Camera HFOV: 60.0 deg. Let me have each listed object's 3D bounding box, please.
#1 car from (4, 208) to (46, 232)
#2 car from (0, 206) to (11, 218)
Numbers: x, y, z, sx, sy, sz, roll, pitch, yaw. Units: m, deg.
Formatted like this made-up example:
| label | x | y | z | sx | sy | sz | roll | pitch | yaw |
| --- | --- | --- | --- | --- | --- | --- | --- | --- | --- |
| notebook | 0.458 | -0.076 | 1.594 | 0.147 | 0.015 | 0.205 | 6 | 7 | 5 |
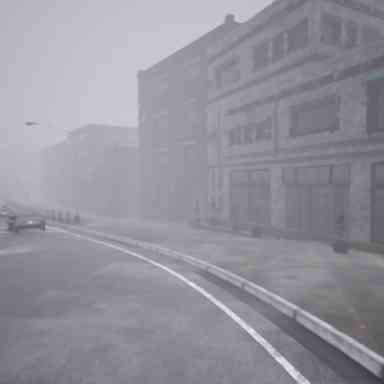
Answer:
| label | x | y | z | sx | sy | sz | roll | pitch | yaw |
| --- | --- | --- | --- | --- | --- | --- | --- | --- | --- |
| car | -11.931 | 2.035 | 23.932 | 1.994 | 1.385 | 4.181 | -2 | 0 | -35 |
| car | -20.806 | 2.226 | 36.599 | 1.994 | 1.385 | 4.181 | -2 | 1 | -35 |
